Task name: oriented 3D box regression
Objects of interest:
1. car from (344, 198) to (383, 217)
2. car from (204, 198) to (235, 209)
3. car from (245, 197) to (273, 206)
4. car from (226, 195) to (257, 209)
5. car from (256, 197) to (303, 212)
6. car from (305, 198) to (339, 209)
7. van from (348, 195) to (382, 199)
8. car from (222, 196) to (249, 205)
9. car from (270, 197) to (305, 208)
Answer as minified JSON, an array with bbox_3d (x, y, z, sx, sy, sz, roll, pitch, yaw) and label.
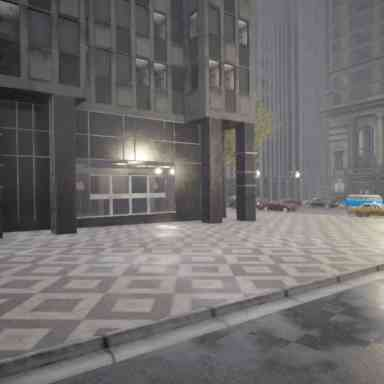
[{"bbox_3d":[16.264,1.569,29.196,1.752,1.417,4.829,-1,1,-36],"label":"car"},{"bbox_3d":[3.793,1.533,46.498,2.008,1.369,4.403,-1,1,-36],"label":"car"},{"bbox_3d":[10.426,1.424,51.874,1.802,1.307,4.206,-1,1,-36],"label":"car"},{"bbox_3d":[6.884,1.312,42.206,2.192,1.841,5.009,-1,1,-36],"label":"car"},{"bbox_3d":[9.980,1.556,37.919,1.887,1.381,4.507,-1,1,-36],"label":"car"},{"bbox_3d":[16.759,1.437,43.092,1.947,1.339,4.313,-1,1,-36],"label":"car"},{"bbox_3d":[19.924,1.228,38.700,1.690,1.788,3.998,-1,1,-36],"label":"van"},{"bbox_3d":[7.259,1.378,56.263,2.008,1.369,4.403,-1,1,-36],"label":"car"},{"bbox_3d":[13.592,1.401,47.482,1.887,1.381,4.507,-1,1,-36],"label":"car"}]
